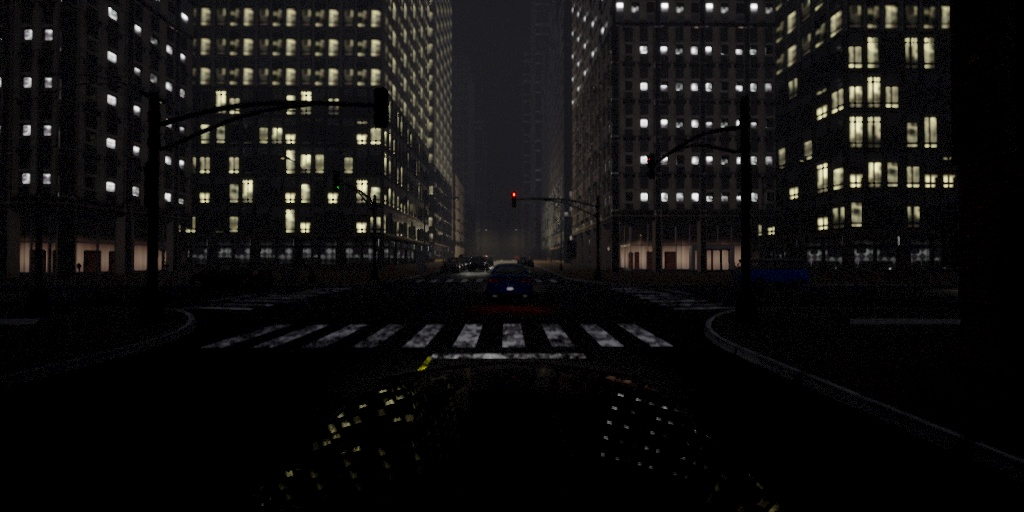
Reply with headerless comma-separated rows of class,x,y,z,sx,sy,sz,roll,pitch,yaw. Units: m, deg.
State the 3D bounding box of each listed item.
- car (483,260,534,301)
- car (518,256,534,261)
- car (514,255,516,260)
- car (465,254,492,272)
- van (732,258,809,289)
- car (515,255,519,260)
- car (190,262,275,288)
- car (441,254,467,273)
car,-0.105,1.105,16.418,1.882,1.535,5.008,0,0,-1
car,2.066,0.943,48.391,1.802,1.307,4.207,0,0,-1
car,1.841,0.788,65.121,1.948,1.339,4.313,0,0,-1
car,-3.591,0.792,38.827,2.097,1.767,4.553,0,0,-1
van,15.714,1.038,21.851,3.998,1.789,1.690,0,0,-1
car,1.914,0.794,59.715,1.751,1.417,4.829,0,0,-1
car,-16.757,1.079,21.488,4.097,1.591,1.967,0,0,-1
car,-6.163,0.894,37.067,1.967,1.591,4.097,0,0,-1
